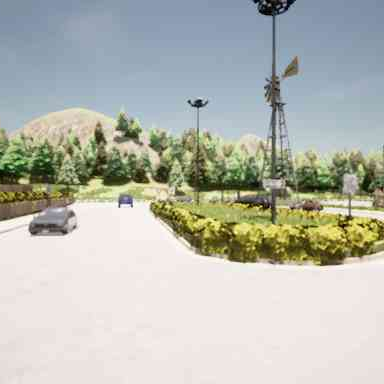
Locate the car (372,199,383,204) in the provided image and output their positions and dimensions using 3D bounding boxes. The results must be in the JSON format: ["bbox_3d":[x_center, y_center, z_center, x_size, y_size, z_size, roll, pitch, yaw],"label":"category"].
[{"bbox_3d":[26.551,1.613,44.888,4.193,1.474,1.816,0,0,-11],"label":"car"}]

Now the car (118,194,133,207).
[{"bbox_3d":[-10.327,1.276,51.733,2.150,2.045,5.566,0,0,-11],"label":"car"}]

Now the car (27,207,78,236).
[{"bbox_3d":[-7.741,1.561,19.075,2.033,1.411,5.357,0,0,-11],"label":"car"}]

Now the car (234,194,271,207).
[{"bbox_3d":[7.604,1.294,42.566,2.150,2.045,5.566,0,0,-30],"label":"car"}]

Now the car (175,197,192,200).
[{"bbox_3d":[-1.608,1.541,47.833,5.008,1.535,1.882,0,0,0],"label":"car"}]

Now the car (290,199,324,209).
[{"bbox_3d":[14.174,1.602,41.181,3.905,1.438,1.784,0,0,-11],"label":"car"}]
